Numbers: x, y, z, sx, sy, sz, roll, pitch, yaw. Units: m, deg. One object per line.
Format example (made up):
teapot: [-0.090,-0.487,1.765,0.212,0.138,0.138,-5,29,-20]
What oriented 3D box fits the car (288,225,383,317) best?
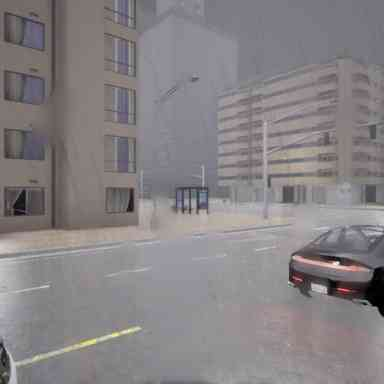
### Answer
car: [4.130,1.492,7.394,4.902,1.511,2.128,0,0,-39]

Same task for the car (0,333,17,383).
car: [-3.821,1.222,1.319,5.566,2.045,2.150,0,0,-32]
